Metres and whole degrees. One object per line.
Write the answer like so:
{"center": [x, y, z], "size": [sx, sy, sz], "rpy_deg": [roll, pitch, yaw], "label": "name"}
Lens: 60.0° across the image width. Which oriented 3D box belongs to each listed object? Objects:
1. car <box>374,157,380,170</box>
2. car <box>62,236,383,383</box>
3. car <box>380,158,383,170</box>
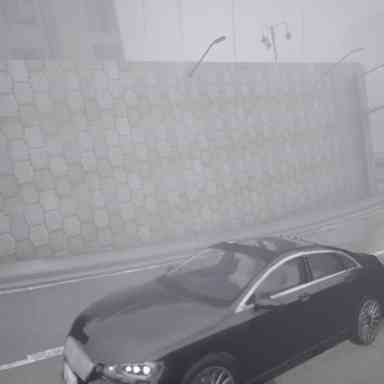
{"center": [15.205, -2.448, 32.482], "size": [2.097, 1.767, 4.553], "rpy_deg": [-15, 9, -34], "label": "car"}
{"center": [0.836, 1.453, 4.585], "size": [4.902, 1.511, 2.128], "rpy_deg": [-2, 1, -35], "label": "car"}
{"center": [18.095, -3.030, 34.387], "size": [1.812, 1.442, 4.674], "rpy_deg": [-15, 8, -34], "label": "car"}
